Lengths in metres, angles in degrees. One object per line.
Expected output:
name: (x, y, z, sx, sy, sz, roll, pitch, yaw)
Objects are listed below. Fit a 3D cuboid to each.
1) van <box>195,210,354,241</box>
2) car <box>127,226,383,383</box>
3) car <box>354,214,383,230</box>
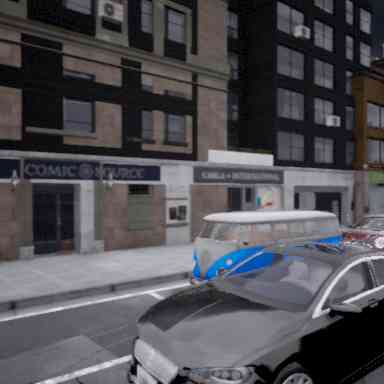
van: (1.860, 1.350, 7.858, 3.998, 1.788, 1.690, 0, 0, -35)
car: (1.575, 1.498, 4.498, 4.902, 1.511, 2.128, 0, 0, -36)
car: (6.343, 1.467, 11.038, 4.097, 1.590, 1.967, 0, 0, -35)
